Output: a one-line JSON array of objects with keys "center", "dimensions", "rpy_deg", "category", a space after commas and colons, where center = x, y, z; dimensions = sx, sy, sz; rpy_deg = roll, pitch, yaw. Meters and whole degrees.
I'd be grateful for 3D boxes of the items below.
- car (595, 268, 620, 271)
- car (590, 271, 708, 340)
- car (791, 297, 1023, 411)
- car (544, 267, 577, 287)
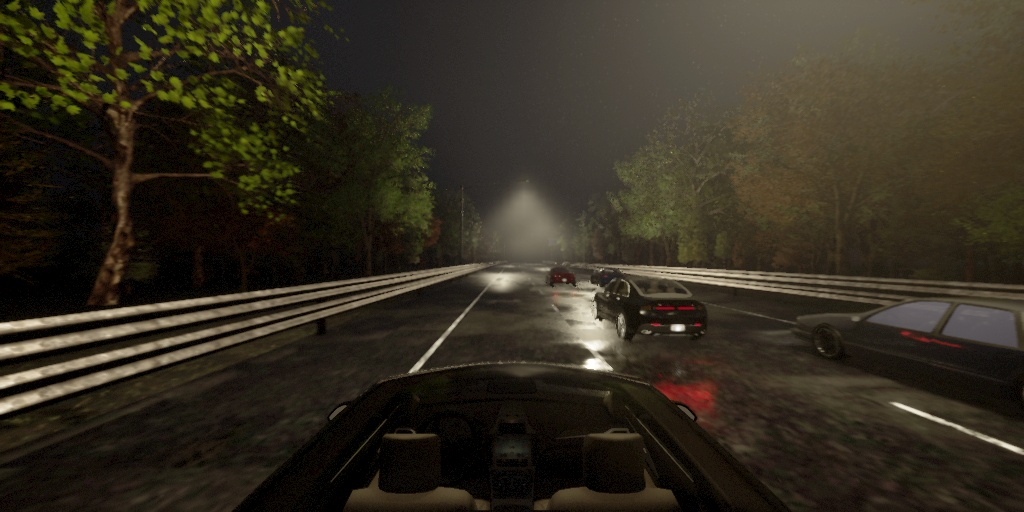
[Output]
[{"center": [7.105, 1.548, 26.612], "dimensions": [1.994, 1.385, 4.181], "rpy_deg": [0, -1, 0], "category": "car"}, {"center": [3.602, 1.335, 10.208], "dimensions": [1.837, 1.490, 4.892], "rpy_deg": [0, -1, 0], "category": "car"}, {"center": [7.101, 1.333, 5.432], "dimensions": [2.033, 1.411, 5.357], "rpy_deg": [0, -1, 0], "category": "car"}, {"center": [3.605, 1.513, 26.871], "dimensions": [1.812, 1.442, 4.674], "rpy_deg": [0, -1, 0], "category": "car"}]
